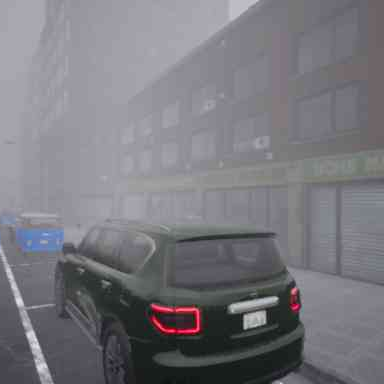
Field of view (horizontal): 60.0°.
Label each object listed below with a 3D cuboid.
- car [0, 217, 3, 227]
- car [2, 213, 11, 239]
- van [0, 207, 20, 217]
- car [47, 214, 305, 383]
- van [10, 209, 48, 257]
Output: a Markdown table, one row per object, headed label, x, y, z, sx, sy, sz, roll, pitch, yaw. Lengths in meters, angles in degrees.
| label | x | y | z | sx | sy | sz | roll | pitch | yaw |
| --- | --- | --- | --- | --- | --- | --- | --- | --- | --- |
| car | -7.483 | 1.676 | 10.677 | 2.097 | 1.767 | 4.553 | 2 | -2 | -32 |
| car | -9.984 | 2.193 | 19.878 | 1.887 | 1.381 | 4.507 | 2 | -3 | -32 |
| van | -15.969 | 2.272 | 29.490 | 1.690 | 1.788 | 3.998 | 2 | -3 | -32 |
| car | -0.784 | 1.446 | 5.620 | 2.150 | 2.045 | 5.566 | 2 | -3 | -32 |
| van | -6.987 | 1.846 | 15.084 | 1.690 | 1.788 | 3.998 | 2 | -3 | -32 |
